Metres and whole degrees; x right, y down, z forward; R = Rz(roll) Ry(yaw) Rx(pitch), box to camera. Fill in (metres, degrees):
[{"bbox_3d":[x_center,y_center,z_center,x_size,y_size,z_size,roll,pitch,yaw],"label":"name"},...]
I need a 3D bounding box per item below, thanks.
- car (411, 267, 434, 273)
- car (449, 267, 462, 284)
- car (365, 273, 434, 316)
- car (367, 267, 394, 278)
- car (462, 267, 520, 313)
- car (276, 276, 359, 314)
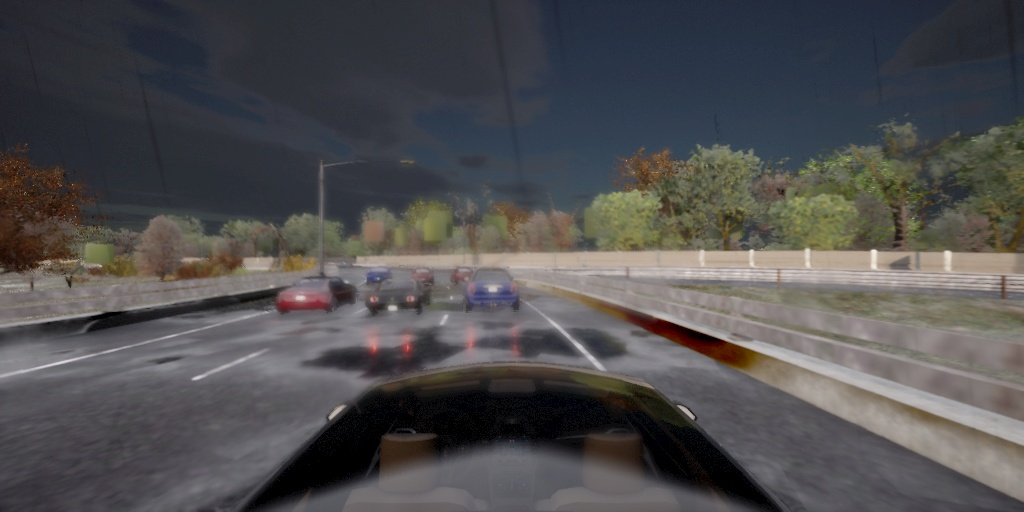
[{"bbox_3d":[-7.769,1.713,31.220,1.812,1.442,4.674,0,-1,-16],"label":"car"},{"bbox_3d":[-4.365,1.711,32.020,1.812,1.442,4.674,0,-1,-16],"label":"car"},{"bbox_3d":[-4.368,1.545,14.564,1.895,1.301,4.718,0,-1,-7],"label":"car"},{"bbox_3d":[-11.315,1.675,30.918,1.882,1.535,5.008,0,0,-16],"label":"car"},{"bbox_3d":[-0.955,1.294,15.395,2.097,1.767,4.553,0,-1,-7],"label":"car"},{"bbox_3d":[-7.963,1.531,15.089,1.994,1.385,4.181,0,-1,-7],"label":"car"}]
